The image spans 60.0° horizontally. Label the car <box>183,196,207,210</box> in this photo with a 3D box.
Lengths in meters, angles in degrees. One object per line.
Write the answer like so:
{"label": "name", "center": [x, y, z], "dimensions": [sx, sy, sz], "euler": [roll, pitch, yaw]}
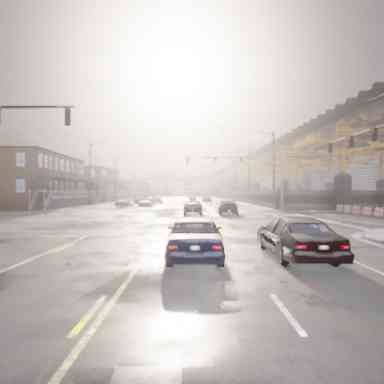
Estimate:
{"label": "car", "center": [0.097, 1.525, 34.300], "dimensions": [2.128, 1.511, 4.902], "euler": [0, 0, 0]}

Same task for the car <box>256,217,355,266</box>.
{"label": "car", "center": [3.591, 1.559, 11.544], "dimensions": [2.033, 1.411, 5.357], "euler": [0, 0, 0]}

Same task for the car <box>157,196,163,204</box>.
{"label": "car", "center": [-7.005, 1.576, 67.159], "dimensions": [2.128, 1.511, 4.902], "euler": [0, 0, 0]}

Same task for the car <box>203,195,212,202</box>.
{"label": "car", "center": [3.501, 1.667, 75.093], "dimensions": [1.895, 1.301, 4.718], "euler": [0, 0, 0]}

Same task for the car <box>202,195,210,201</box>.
{"label": "car", "center": [3.501, 1.569, 85.367], "dimensions": [1.837, 1.490, 4.892], "euler": [0, 0, 0]}

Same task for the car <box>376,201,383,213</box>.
{"label": "car", "center": [19.434, 1.484, 32.435], "dimensions": [2.038, 1.542, 4.974], "euler": [0, 0, 44]}

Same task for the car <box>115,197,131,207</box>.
{"label": "car", "center": [-10.571, 1.577, 51.336], "dimensions": [1.812, 1.442, 4.674], "euler": [0, 0, 0]}

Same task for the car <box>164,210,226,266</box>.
{"label": "car", "center": [0.091, 1.559, 11.467], "dimensions": [2.033, 1.411, 5.357], "euler": [0, 0, 0]}

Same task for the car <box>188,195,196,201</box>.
{"label": "car", "center": [0.001, 1.547, 85.368], "dimensions": [1.882, 1.535, 5.008], "euler": [0, 0, 0]}

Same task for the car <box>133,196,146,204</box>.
{"label": "car", "center": [-10.502, 1.544, 67.195], "dimensions": [1.882, 1.535, 5.008], "euler": [0, 0, 0]}

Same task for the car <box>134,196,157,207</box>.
{"label": "car", "center": [-7.072, 1.598, 51.443], "dimensions": [2.033, 1.411, 5.357], "euler": [0, 0, 0]}

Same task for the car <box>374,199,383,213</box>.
{"label": "car", "center": [19.470, 1.326, 32.473], "dimensions": [1.853, 1.218, 4.536], "euler": [0, 0, 44]}

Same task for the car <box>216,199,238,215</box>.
{"label": "car", "center": [3.598, 1.538, 34.423], "dimensions": [1.837, 1.490, 4.892], "euler": [0, 0, 0]}
